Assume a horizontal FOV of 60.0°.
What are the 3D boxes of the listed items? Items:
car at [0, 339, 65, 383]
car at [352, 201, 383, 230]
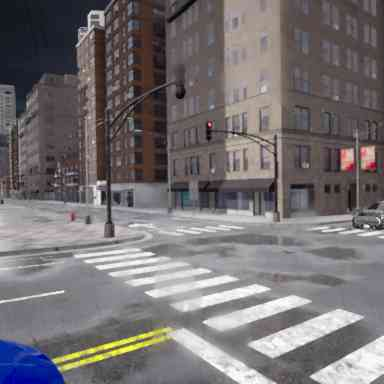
[{"bbox_3d":[-3.077,1.479,1.253,5.008,1.535,1.882,0,0,-35],"label":"car"},{"bbox_3d":[11.604,1.342,19.939,4.553,1.767,2.097,0,0,-35],"label":"car"}]
